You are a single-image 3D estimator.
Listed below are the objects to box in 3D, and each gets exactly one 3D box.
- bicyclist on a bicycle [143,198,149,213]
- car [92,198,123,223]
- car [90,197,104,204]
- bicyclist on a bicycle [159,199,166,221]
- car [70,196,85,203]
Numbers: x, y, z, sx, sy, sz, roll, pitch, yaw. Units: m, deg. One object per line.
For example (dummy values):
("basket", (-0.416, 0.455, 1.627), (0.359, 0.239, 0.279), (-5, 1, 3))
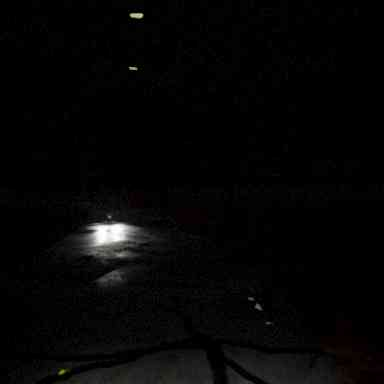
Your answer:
("bicyclist on a bicycle", (-4.720, 1.399, 34.402), (0.582, 1.620, 1.656), (-1, 0, -17))
("car", (-6.590, 1.544, 26.527), (2.128, 1.511, 4.902), (0, 0, -15))
("car", (-16.599, 1.516, 59.057), (2.033, 1.411, 5.357), (-1, 0, -31))
("bicyclist on a bicycle", (-2.253, 1.373, 25.432), (0.582, 1.620, 1.656), (-1, 0, -13))
("car", (-24.001, 1.479, 69.908), (1.812, 1.442, 4.674), (-1, 1, -39))
